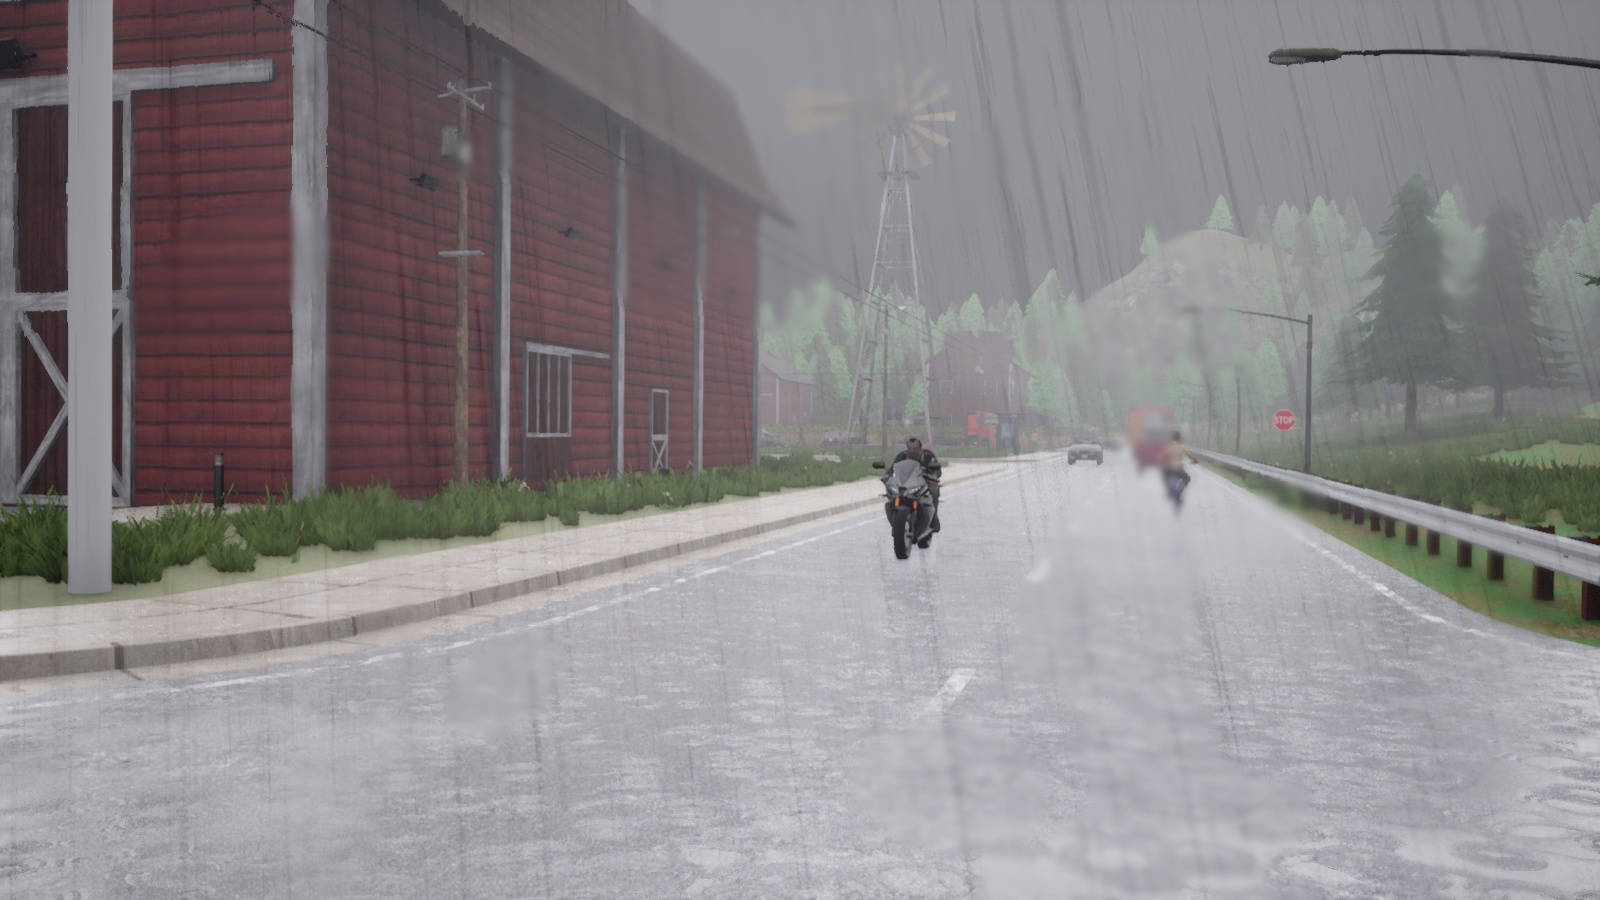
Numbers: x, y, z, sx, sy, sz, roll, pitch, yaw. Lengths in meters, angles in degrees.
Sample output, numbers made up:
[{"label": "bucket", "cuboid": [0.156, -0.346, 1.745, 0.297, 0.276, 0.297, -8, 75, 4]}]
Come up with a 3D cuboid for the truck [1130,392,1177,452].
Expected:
[{"label": "truck", "cuboid": [23.826, -1.848, 84.828, 2.891, 3.827, 8.468, 0, 1, 15]}]

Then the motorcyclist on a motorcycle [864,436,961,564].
[{"label": "motorcyclist on a motorcycle", "cuboid": [1.501, 0.594, 16.291, 0.866, 1.530, 2.191, 0, 1, 15]}]

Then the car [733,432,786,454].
[{"label": "car", "cuboid": [-2.973, -0.521, 92.053, 3.705, 1.549, 1.789, -1, 1, -8]}]

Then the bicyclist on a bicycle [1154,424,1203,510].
[{"label": "bicyclist on a bicycle", "cuboid": [7.355, 0.312, 24.471, 0.866, 1.612, 1.509, 0, 1, 16]}]

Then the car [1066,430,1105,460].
[{"label": "car", "cuboid": [14.961, -0.294, 65.610, 1.816, 1.474, 4.193, 0, 1, 15]}]

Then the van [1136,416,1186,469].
[{"label": "van", "cuboid": [14.124, -0.306, 49.257, 1.775, 1.987, 4.442, 0, 1, 15]}]

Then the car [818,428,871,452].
[{"label": "car", "cuboid": [3.463, -0.790, 97.437, 2.097, 1.767, 4.553, 0, 1, 33]}]
